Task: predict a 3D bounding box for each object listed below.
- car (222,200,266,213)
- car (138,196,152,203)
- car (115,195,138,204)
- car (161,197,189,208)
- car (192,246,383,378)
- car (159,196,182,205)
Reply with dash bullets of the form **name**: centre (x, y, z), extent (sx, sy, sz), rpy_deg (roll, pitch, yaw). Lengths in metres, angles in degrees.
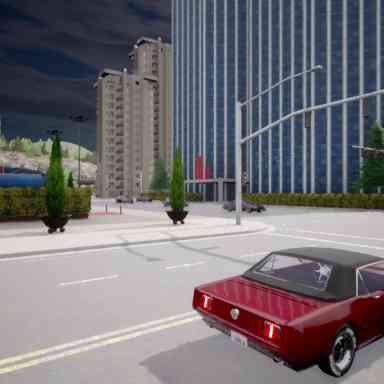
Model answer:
- **car**: centre (5.648, 1.547, 36.744), extent (2.033, 1.411, 5.357), rpy_deg (0, 0, -36)
- **car**: centre (-10.225, 1.511, 70.692), extent (2.128, 1.511, 4.902), rpy_deg (0, 0, -36)
- **car**: centre (-12.575, 1.350, 61.955), extent (2.097, 1.767, 4.553), rpy_deg (0, 0, -36)
- **car**: centre (-2.288, 1.526, 47.672), extent (1.812, 1.442, 4.674), rpy_deg (0, 0, -36)
- **car**: centre (2.422, 1.601, 5.540), extent (4.718, 1.301, 1.895), rpy_deg (0, 0, -35)
- **car**: centre (-4.049, 1.491, 62.305), extent (2.128, 1.511, 4.902), rpy_deg (0, 0, -36)
